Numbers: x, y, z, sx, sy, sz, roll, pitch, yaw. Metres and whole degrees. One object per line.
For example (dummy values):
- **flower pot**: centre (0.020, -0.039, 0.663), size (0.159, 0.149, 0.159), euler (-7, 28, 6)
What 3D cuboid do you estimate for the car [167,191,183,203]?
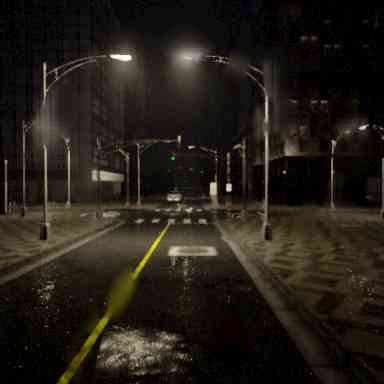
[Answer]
- **car**: centre (-3.036, 0.792, 57.452), size (2.150, 2.045, 5.566), euler (0, 1, 0)
